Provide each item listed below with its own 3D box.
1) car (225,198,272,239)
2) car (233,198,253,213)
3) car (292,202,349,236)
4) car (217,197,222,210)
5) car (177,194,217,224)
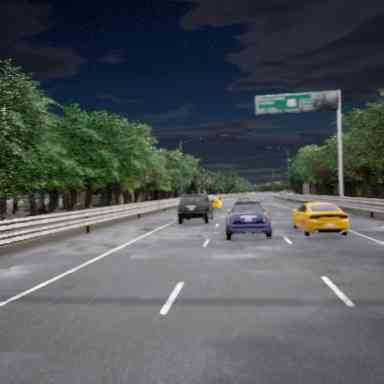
[{"bbox_3d":[2.799,1.237,16.849,2.097,1.767,4.553,-2,0,8],"label":"car"},{"bbox_3d":[5.435,1.357,35.507,1.994,1.385,4.181,-2,0,8],"label":"car"},{"bbox_3d":[6.344,1.261,16.884,1.882,1.535,5.008,-2,0,8],"label":"car"},{"bbox_3d":[2.561,1.356,40.461,1.882,1.535,5.008,-2,0,8],"label":"car"},{"bbox_3d":[0.339,1.169,24.676,2.150,2.045,5.566,-2,0,8],"label":"car"}]
